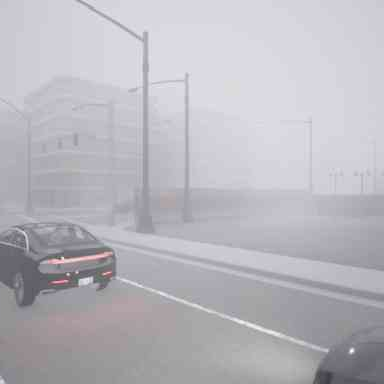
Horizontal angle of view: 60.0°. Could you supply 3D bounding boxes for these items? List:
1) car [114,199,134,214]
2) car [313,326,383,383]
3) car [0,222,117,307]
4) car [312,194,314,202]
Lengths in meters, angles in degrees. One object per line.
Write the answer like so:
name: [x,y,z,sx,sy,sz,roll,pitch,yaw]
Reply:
car: [-6.356,1.491,34.936,4.902,1.511,2.128,0,0,-44]
car: [3.129,1.505,1.630,4.892,1.490,1.837,0,0,38]
car: [-3.683,1.492,8.121,2.128,1.511,4.902,0,0,-43]
car: [20.479,1.217,60.863,5.566,2.045,2.150,0,0,-44]
